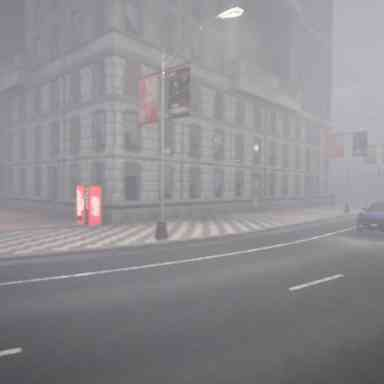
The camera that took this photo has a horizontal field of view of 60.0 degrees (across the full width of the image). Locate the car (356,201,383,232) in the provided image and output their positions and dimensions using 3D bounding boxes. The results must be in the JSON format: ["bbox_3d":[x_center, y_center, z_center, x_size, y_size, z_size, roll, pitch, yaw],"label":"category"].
[{"bbox_3d":[10.062,1.232,17.067,1.882,1.535,5.008,2,2,43],"label":"car"}]
